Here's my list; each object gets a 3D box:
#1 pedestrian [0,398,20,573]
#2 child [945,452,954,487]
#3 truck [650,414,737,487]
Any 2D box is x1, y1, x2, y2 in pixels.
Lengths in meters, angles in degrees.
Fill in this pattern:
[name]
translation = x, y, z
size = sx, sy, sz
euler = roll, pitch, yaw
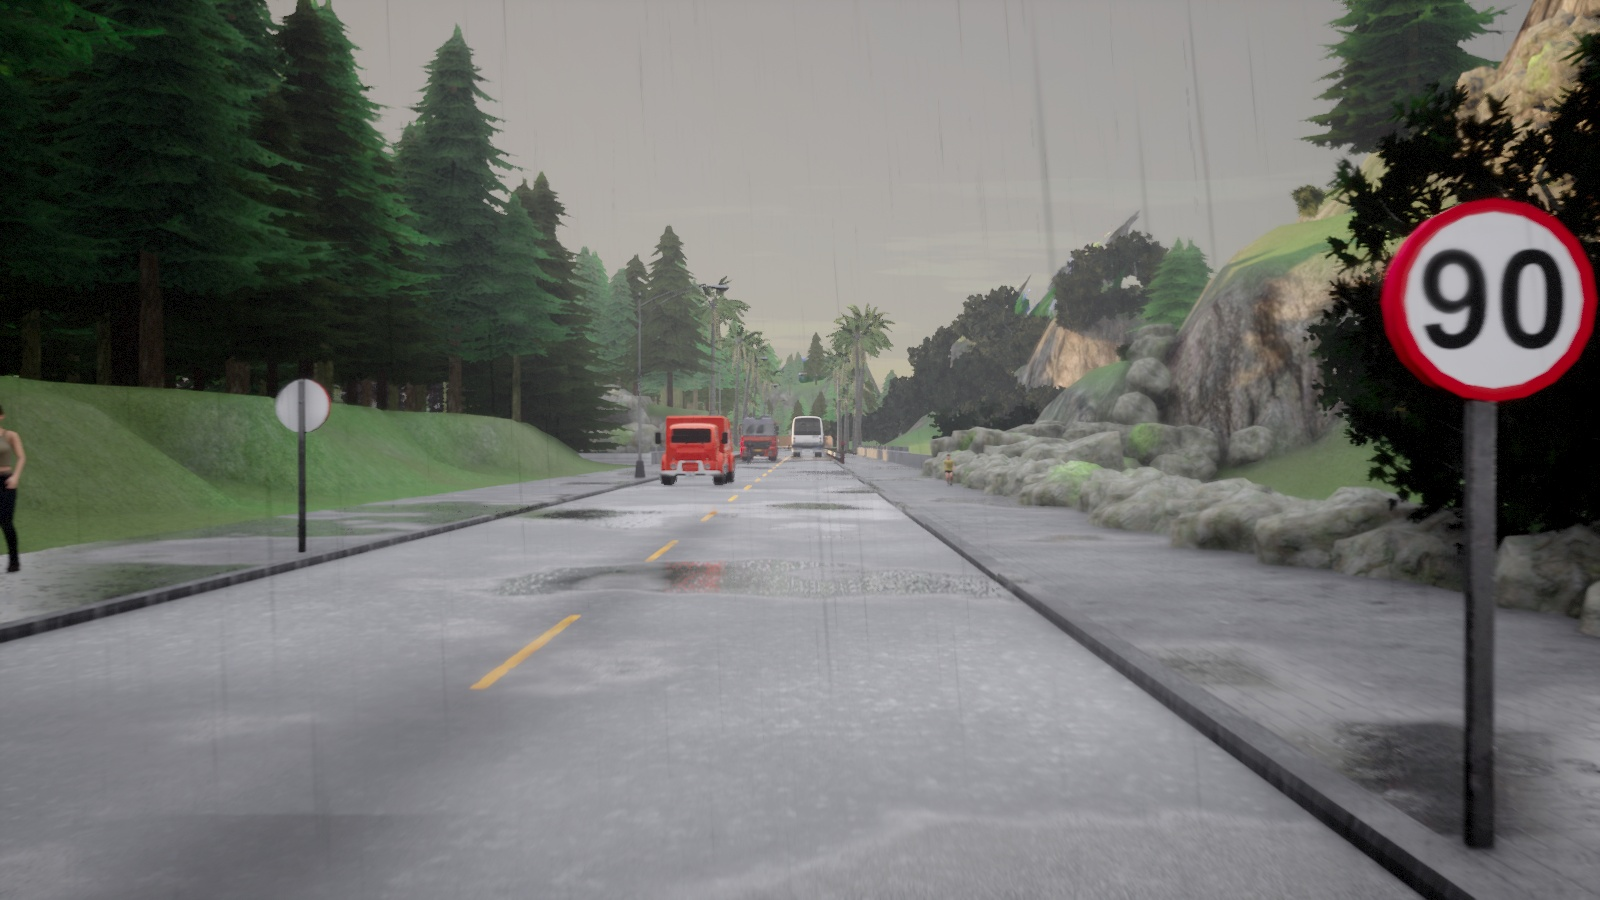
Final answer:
[pedestrian]
translation = -8.592, 0.374, 13.331
size = 0.345, 1.836, 0.594
euler = 0, 0, -11
[child]
translation = 4.770, 0.615, 40.016
size = 0.255, 1.110, 0.394
euler = 0, 0, 5
[truck]
translation = -3.726, -0.002, 45.039
size = 2.627, 2.467, 5.204
euler = 0, 1, 0
